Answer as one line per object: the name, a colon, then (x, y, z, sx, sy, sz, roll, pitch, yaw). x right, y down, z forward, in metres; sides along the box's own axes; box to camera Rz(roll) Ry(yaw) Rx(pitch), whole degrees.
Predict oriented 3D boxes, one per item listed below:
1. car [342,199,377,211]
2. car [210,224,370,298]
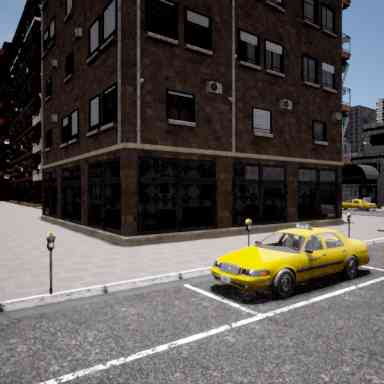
car: (19.322, 1.469, 39.712, 1.752, 1.417, 4.829, 0, 0, -35)
car: (2.671, 1.525, 8.478, 4.829, 1.417, 1.752, 0, 0, -36)
